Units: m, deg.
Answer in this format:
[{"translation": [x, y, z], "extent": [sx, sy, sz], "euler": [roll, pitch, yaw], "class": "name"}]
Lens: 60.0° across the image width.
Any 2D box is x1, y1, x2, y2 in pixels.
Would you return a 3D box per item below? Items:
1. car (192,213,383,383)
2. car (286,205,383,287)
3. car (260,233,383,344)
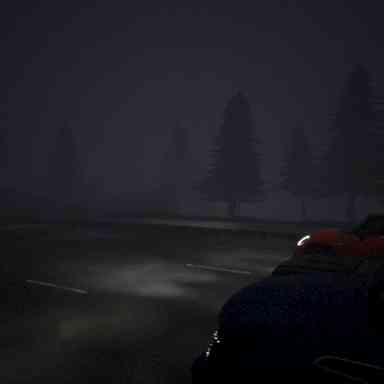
[{"translation": [2.651, 1.214, 1.925], "extent": [5.566, 2.045, 2.150], "euler": [0, 0, 36], "class": "car"}, {"translation": [5.034, 1.324, 8.634], "extent": [4.553, 1.767, 2.097], "euler": [0, 0, 35], "class": "car"}, {"translation": [3.702, 1.583, 5.419], "extent": [4.718, 1.301, 1.895], "euler": [0, 0, 35], "class": "car"}]
